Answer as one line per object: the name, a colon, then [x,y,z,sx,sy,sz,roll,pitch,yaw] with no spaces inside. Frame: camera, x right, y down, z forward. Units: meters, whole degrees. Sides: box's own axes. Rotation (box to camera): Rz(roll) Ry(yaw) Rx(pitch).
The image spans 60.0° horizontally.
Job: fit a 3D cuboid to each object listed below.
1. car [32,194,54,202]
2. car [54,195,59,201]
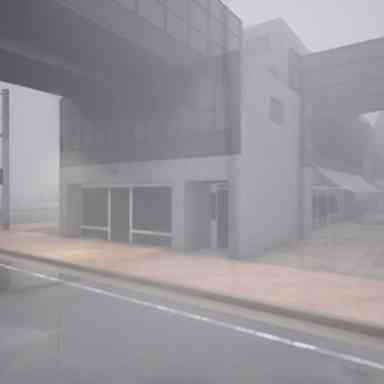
car: [-31.786,1.108,70.231,4.605,1.855,1.932,0,0,35]
car: [-30.060,1.318,72.558,3.905,1.438,1.784,0,0,35]
